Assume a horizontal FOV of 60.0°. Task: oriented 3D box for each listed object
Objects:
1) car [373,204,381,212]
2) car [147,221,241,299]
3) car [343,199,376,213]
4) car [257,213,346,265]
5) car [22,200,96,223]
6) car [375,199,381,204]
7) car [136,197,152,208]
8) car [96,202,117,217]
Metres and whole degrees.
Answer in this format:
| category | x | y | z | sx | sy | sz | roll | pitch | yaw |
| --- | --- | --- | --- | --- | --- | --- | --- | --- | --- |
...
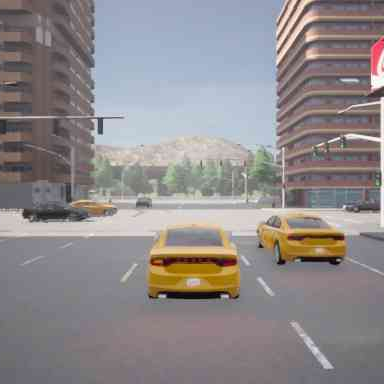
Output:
| category | x | y | z | sx | sy | sz | roll | pitch | yaw |
| --- | --- | --- | --- | --- | --- | --- | --- | --- | --- |
| car | 3.600 | 1.221 | 1.793 | 2.150 | 2.045 | 5.566 | 0 | 0 | 0 |
| car | 0.050 | 1.478 | 8.497 | 1.882 | 1.535 | 5.008 | 0 | 0 | 1 |
| car | 18.972 | 1.491 | 36.154 | 4.902 | 1.511 | 2.128 | 0 | 0 | 0 |
| car | 3.567 | 1.478 | 11.735 | 1.882 | 1.535 | 5.008 | 0 | 0 | 0 |
| car | -10.239 | 1.506 | 25.288 | 4.892 | 1.490 | 1.837 | 0 | 0 | 0 |
| car | 20.899 | 1.564 | 32.666 | 4.181 | 1.385 | 1.994 | 0 | 0 | 0 |
| car | -7.081 | 1.478 | 49.355 | 1.882 | 1.535 | 5.008 | 0 | 0 | 0 |
| car | -9.456 | 1.477 | 30.485 | 5.008 | 1.535 | 1.882 | 0 | 1 | -19 |
